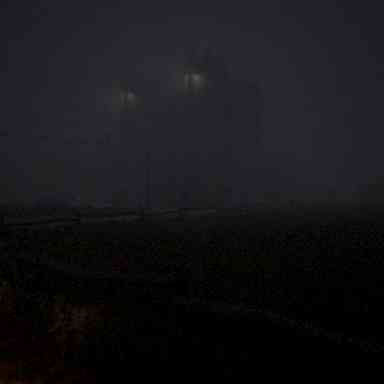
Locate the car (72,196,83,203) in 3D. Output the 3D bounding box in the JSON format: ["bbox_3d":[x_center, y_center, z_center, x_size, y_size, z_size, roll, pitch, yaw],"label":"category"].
[{"bbox_3d":[-22.741,1.471,63.138,4.902,1.511,2.128,0,0,38],"label":"car"}]

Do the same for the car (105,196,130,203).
[{"bbox_3d":[-12.486,1.461,55.256,5.008,1.535,1.882,0,0,38],"label":"car"}]

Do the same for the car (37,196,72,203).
[{"bbox_3d":[-22.236,1.461,52.960,2.242,1.667,4.611,0,0,38],"label":"car"}]
